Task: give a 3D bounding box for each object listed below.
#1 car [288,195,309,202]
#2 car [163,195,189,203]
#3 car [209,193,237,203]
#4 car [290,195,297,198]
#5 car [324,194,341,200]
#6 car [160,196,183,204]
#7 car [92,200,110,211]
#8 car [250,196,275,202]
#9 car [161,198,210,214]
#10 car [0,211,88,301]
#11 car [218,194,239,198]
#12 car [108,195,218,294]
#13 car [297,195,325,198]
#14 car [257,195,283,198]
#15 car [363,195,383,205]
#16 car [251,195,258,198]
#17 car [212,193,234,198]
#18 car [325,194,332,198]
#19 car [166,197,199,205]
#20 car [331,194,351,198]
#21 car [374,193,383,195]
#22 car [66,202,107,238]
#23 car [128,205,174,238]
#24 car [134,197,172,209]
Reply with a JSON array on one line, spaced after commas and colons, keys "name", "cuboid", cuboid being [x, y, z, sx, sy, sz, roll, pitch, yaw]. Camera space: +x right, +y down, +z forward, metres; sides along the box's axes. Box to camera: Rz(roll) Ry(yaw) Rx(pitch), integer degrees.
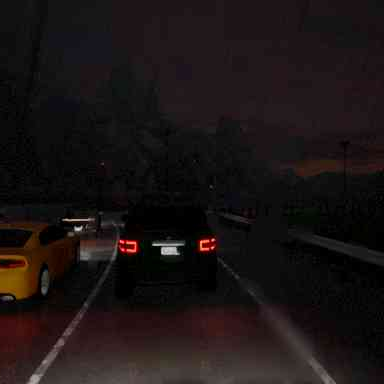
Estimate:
[{"name": "car", "cuboid": [25.621, 1.476, 80.156, 5.008, 1.535, 1.882, 0, 0, -27]}, {"name": "car", "cuboid": [-3.306, 1.476, 69.043, 5.008, 1.535, 1.882, 0, 0, -20]}, {"name": "car", "cuboid": [6.749, 1.223, 72.723, 5.566, 2.045, 2.150, 0, 0, -20]}, {"name": "car", "cuboid": [22.896, 1.593, 74.997, 4.718, 1.301, 1.895, 0, 0, -23]}, {"name": "car", "cuboid": [37.103, 1.177, 87.940, 5.008, 1.535, 1.882, 0, 0, -38]}, {"name": "car", "cuboid": [-4.006, 1.562, 65.143, 4.181, 1.385, 1.994, 0, 0, -20]}, {"name": "car", "cuboid": [-9.706, 1.551, 36.766, 5.357, 1.411, 2.033, 0, 0, -20]}, {"name": "car", "cuboid": [16.158, 1.538, 76.175, 5.357, 1.411, 2.033, 0, 0, -20]}, {"name": "car", "cuboid": [-0.730, 1.493, 36.329, 4.902, 1.511, 2.128, 0, 0, -20]}, {"name": "car", "cuboid": [-4.166, 1.477, 8.305, 1.882, 1.535, 5.008, 0, 0, -6]}, {"name": "car", "cuboid": [7.628, 1.562, 61.958, 4.181, 1.385, 1.994, 0, 0, -20]}, {"name": "car", "cuboid": [-0.759, 1.221, 9.034, 2.150, 2.045, 5.566, 0, 0, -7]}, {"name": "car", "cuboid": [24.270, 1.551, 68.017, 4.181, 1.385, 1.994, 0, 0, -20]}, {"name": "car", "cuboid": [15.877, 1.476, 64.936, 5.008, 1.535, 1.882, 0, 0, -20]}, {"name": "car", "cuboid": [28.201, 1.563, 50.686, 4.181, 1.385, 1.994, 0, 0, -21]}, {"name": "car", "cuboid": [14.634, 1.353, 71.886, 4.553, 1.767, 2.097, 0, 0, -20]}, {"name": "car", "cuboid": [5.873, 1.545, 68.687, 5.357, 1.411, 2.033, 0, 0, -20]}, {"name": "car", "cuboid": [31.946, 1.593, 79.762, 4.718, 1.301, 1.895, 0, 0, -30]}, {"name": "car", "cuboid": [-1.685, 1.546, 58.556, 5.357, 1.411, 2.033, 0, 0, -20]}, {"name": "car", "cuboid": [33.537, 1.538, 72.511, 5.357, 1.411, 2.033, 0, 0, -30]}, {"name": "car", "cuboid": [35.665, 1.221, 61.556, 5.566, 2.045, 2.150, 0, 0, -30]}, {"name": "car", "cuboid": [-5.773, 1.491, 17.548, 2.128, 1.511, 4.902, 0, 0, -14]}, {"name": "car", "cuboid": [-2.512, 1.547, 19.073, 2.033, 1.411, 5.357, 0, 0, -13]}, {"name": "car", "cuboid": [-5.374, 1.492, 45.809, 4.902, 1.511, 2.128, 0, 0, -20]}]
